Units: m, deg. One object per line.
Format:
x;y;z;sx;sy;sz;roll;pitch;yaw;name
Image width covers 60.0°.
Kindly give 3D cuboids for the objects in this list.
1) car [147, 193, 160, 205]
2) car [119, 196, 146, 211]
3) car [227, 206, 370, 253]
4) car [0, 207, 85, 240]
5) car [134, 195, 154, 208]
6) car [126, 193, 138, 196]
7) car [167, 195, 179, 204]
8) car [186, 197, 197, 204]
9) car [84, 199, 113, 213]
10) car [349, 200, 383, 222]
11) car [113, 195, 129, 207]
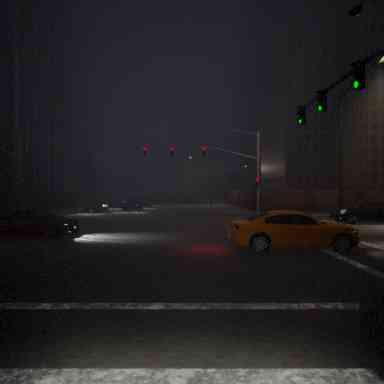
-7.158;1.221;60.156;2.150;2.045;5.566;0;0;1;car
-7.156;1.525;40.535;1.812;1.442;4.674;0;0;-1;car
3.915;1.477;13.122;5.008;1.535;1.882;0;0;-1;car
-7.797;1.564;16.429;4.181;1.385;1.994;0;0;-1;car
-7.185;1.525;49.629;1.812;1.442;4.674;0;0;0;car
-10.669;1.221;58.307;2.150;2.045;5.566;0;0;0;car
-3.624;1.351;64.898;2.097;1.767;4.553;0;0;0;car
-0.124;1.563;64.935;1.994;1.385;4.181;0;0;0;car
-10.707;1.547;37.542;2.033;1.411;5.357;0;0;-3;car
12.368;1.352;23.875;4.553;1.767;2.097;0;0;0;car
-10.687;1.547;47.617;2.033;1.411;5.357;0;0;0;car
